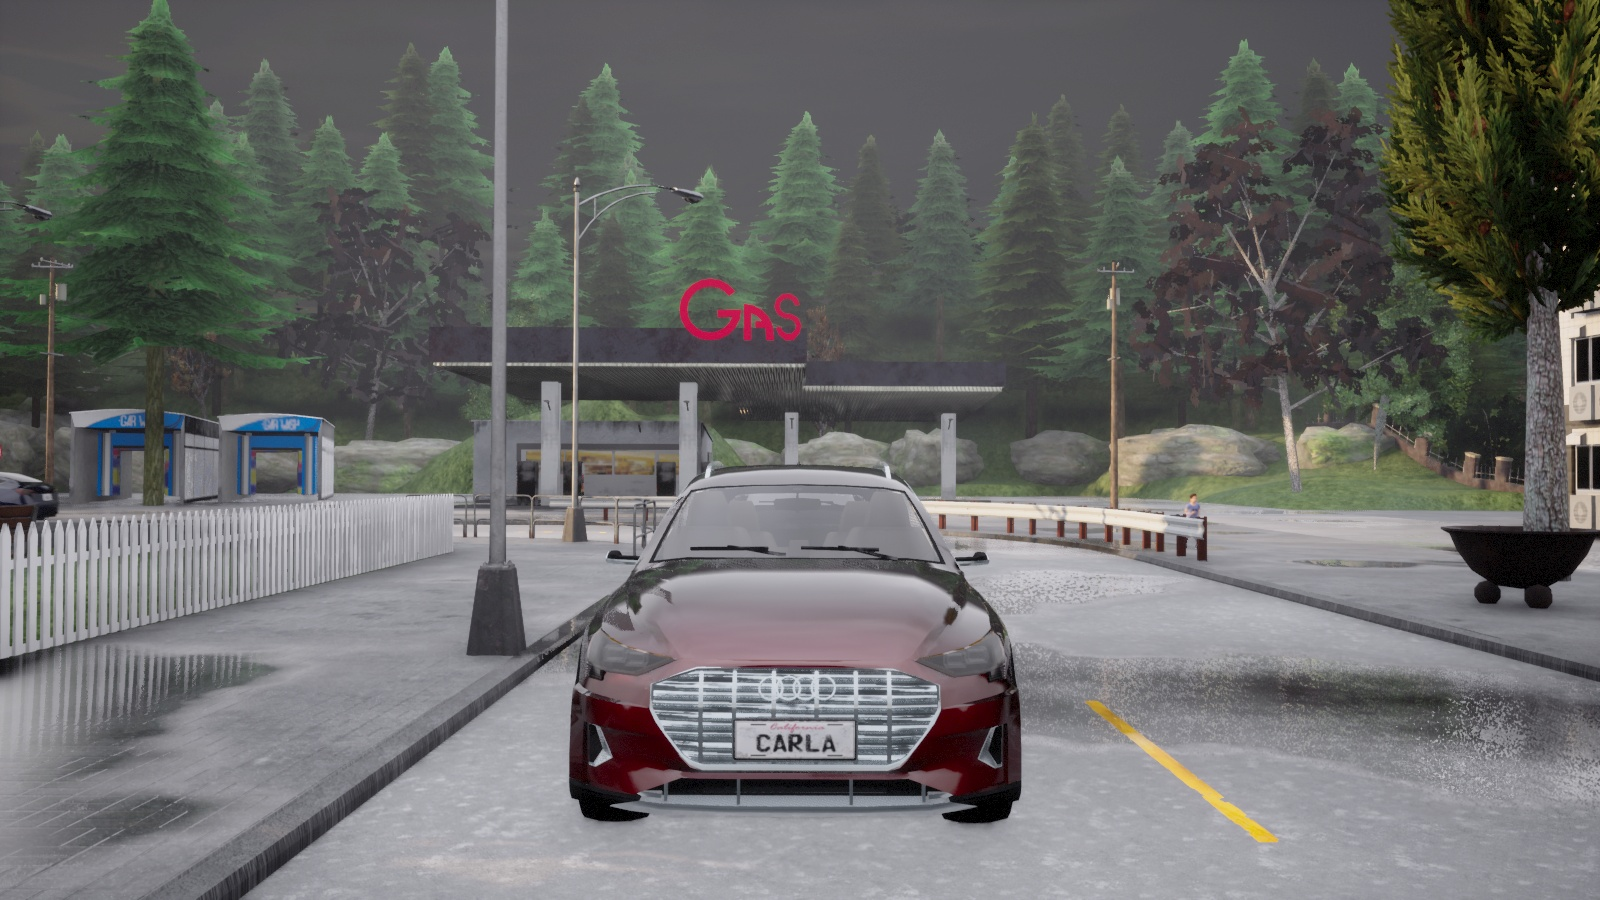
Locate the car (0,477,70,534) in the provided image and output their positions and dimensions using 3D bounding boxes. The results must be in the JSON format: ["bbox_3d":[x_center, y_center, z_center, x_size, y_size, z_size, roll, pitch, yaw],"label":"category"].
[{"bbox_3d":[-22.562,1.468,33.613,4.792,1.488,2.163,0,-1,0],"label":"car"}]

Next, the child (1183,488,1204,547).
[{"bbox_3d":[7.511,1.276,23.970,0.255,1.110,0.394,0,-1,0],"label":"child"}]

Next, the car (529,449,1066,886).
[{"bbox_3d":[-0.007,0.865,7.197,2.033,1.649,4.856,0,-1,0],"label":"car"}]
